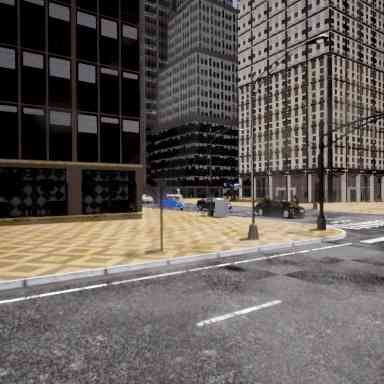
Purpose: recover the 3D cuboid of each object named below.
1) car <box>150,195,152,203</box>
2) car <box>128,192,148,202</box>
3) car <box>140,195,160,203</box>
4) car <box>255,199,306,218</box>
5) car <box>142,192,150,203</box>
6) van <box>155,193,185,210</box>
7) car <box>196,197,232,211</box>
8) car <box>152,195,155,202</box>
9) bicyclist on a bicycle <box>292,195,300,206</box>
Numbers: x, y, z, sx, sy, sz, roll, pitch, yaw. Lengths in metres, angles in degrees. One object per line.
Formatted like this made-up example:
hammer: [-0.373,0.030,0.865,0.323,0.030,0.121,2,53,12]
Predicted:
car: [-4.755,1.036,57.975,2.192,1.841,5.009,0,0,-34]
car: [-10.955,0.982,67.157,2.192,1.841,5.009,0,0,-34]
car: [-7.855,1.239,62.567,1.887,1.381,4.507,0,0,-34]
car: [7.679,1.420,29.205,1.837,1.490,4.892,-1,1,-34]
car: [-8.578,1.254,59.002,1.812,1.442,4.674,-1,1,-34]
van: [-2.401,1.211,39.514,1.690,1.788,3.998,0,0,-34]
car: [2.407,1.362,37.015,2.128,1.511,4.902,-1,1,-34]
car: [-3.242,1.349,45.395,1.812,1.442,4.674,-1,1,-34]
bicyclist on a bicycle: [11.987,1.119,38.432,1.656,1.620,0.582,-1,1,-34]
